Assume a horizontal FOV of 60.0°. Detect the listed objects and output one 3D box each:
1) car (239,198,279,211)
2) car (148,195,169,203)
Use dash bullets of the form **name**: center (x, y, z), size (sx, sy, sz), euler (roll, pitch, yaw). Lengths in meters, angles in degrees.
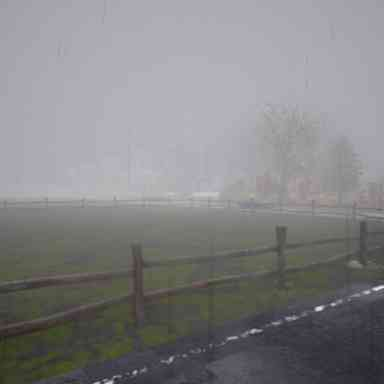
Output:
- **car**: center (7.607, 1.388, 37.721), size (1.895, 1.301, 4.718), euler (-1, 1, -35)
- **car**: center (-5.531, 1.211, 56.379), size (1.895, 1.301, 4.718), euler (-1, 1, -35)
